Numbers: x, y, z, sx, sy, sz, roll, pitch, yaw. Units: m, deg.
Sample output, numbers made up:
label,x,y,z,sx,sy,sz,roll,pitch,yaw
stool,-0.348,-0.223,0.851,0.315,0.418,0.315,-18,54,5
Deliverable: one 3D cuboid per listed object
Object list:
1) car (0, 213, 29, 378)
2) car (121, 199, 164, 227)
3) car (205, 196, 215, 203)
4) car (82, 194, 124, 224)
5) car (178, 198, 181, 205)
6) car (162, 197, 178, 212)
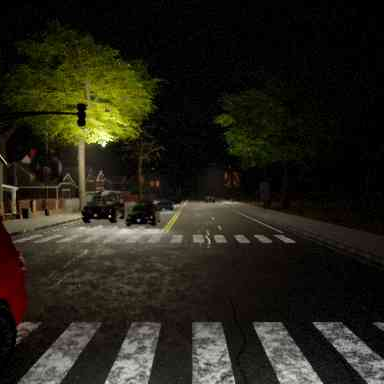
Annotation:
label,x,y,z,sx,sy,sz,roll,pitch,yaw
car,-3.340,1.221,2.353,2.150,2.045,5.566,0,0,0
car,-3.238,1.497,22.684,1.837,1.490,4.892,0,0,0
car,3.687,1.503,67.625,1.837,1.490,4.892,0,0,1
car,-6.480,1.212,25.056,2.150,2.045,5.566,0,0,0
car,-2.959,1.595,58.229,1.994,1.385,4.181,0,0,0
car,-3.149,1.538,39.835,2.033,1.411,5.357,0,0,0
